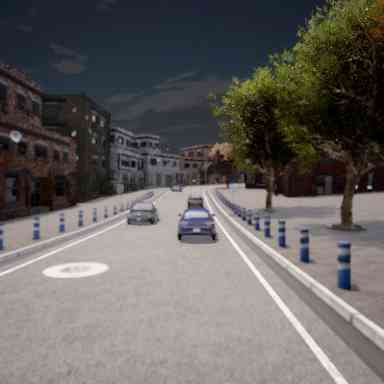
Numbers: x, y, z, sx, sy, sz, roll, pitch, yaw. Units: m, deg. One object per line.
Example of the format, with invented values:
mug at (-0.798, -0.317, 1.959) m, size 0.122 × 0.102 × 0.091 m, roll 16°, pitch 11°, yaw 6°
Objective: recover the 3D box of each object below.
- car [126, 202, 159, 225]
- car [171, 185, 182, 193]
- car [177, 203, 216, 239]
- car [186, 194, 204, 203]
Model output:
car at (-3.425, 1.481, 23.872) m, size 1.812 × 1.442 × 4.674 m, roll 0°, pitch 1°, yaw 0°
car at (-3.019, -0.643, 65.363) m, size 1.994 × 1.385 × 4.181 m, roll 0°, pitch 4°, yaw 1°
car at (0.236, 1.546, 17.232) m, size 1.812 × 1.442 × 4.674 m, roll 0°, pitch 0°, yaw 1°
car at (0.392, 0.980, 39.217) m, size 2.128 × 1.511 × 4.902 m, roll 0°, pitch 3°, yaw 0°
